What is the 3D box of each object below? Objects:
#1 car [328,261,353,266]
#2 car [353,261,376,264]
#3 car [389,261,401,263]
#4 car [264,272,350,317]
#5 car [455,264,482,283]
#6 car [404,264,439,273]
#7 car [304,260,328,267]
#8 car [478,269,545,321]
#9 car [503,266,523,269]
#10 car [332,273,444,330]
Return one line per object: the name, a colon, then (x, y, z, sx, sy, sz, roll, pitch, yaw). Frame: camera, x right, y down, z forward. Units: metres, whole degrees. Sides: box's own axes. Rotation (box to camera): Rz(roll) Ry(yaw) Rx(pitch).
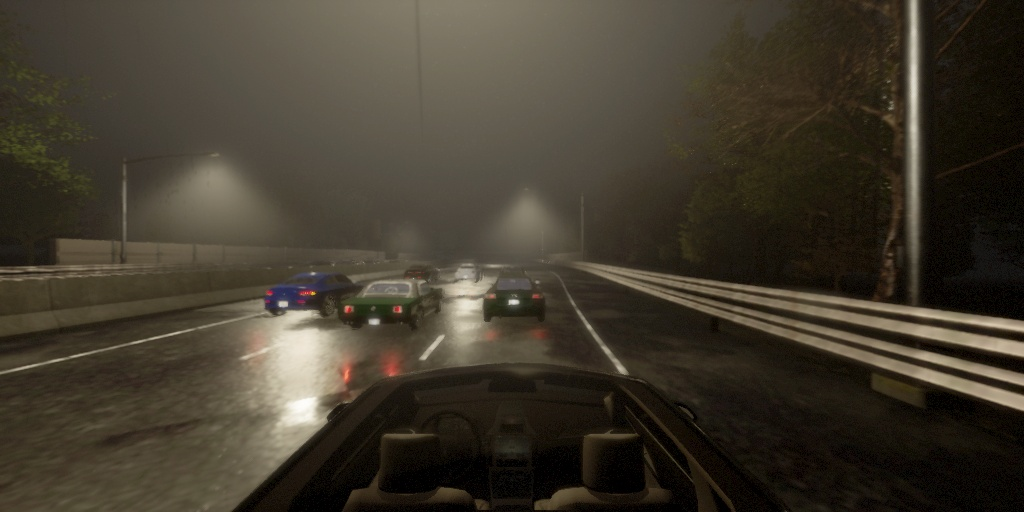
car: (-24.546, 1.444, 53.154, 2.033, 1.411, 5.357, 0, 0, 1)
car: (-21.049, 1.445, 53.249, 2.033, 1.411, 5.357, 0, 0, 1)
car: (-17.558, 1.425, 53.755, 1.812, 1.442, 4.674, 0, 0, 0)
car: (-6.927, 1.302, 13.188, 1.812, 1.442, 4.674, 0, 0, 0)
car: (-3.426, 1.343, 28.679, 1.812, 1.442, 4.674, 0, 0, 0)
car: (-6.928, 1.321, 27.748, 1.837, 1.490, 4.892, 0, 0, 0)
car: (-28.052, 1.370, 52.027, 1.882, 1.535, 5.008, 0, 0, 0)
car: (0.072, 1.339, 12.634, 1.994, 1.385, 4.181, 0, 0, 0)
car: (0.061, 1.412, 26.225, 1.895, 1.301, 4.718, 0, 0, 0)
car: (-3.437, 1.373, 11.222, 1.895, 1.301, 4.718, 0, 0, 0)
